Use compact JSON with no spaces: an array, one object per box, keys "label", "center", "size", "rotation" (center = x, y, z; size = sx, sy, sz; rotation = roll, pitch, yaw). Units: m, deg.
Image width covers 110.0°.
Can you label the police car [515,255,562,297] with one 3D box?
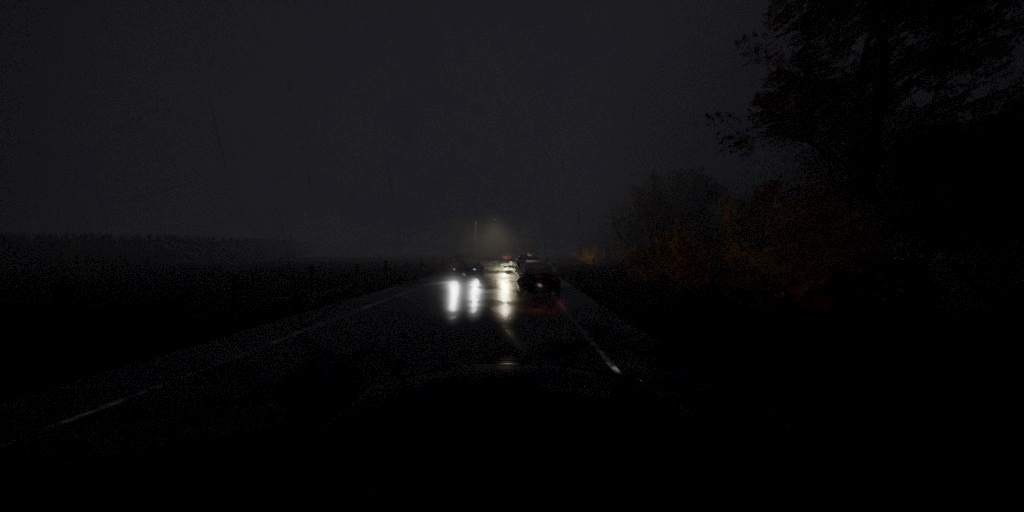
[{"label":"police car","center":[1.189,0.943,17.088],"size":[1.930,1.638,5.238],"rotation":[0,1,1]}]

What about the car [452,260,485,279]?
[{"label":"car","center":[-3.203,0.961,26.838],"size":[1.895,1.301,4.718],"rotation":[0,1,2]}]
